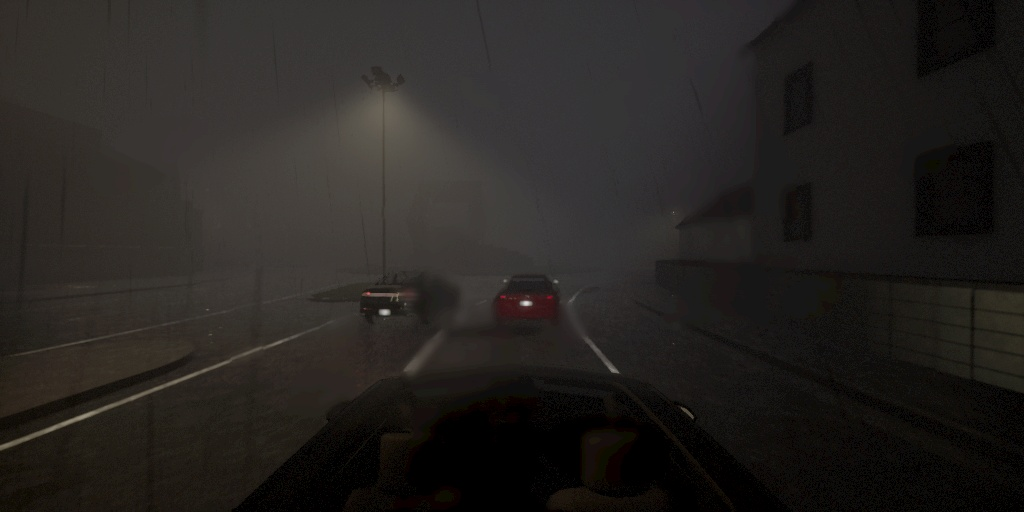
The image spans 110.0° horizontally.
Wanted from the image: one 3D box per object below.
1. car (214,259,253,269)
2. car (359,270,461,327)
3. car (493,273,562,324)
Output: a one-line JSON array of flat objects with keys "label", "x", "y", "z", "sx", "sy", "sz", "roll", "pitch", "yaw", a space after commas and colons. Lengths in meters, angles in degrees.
[{"label": "car", "x": -36.857, "y": 1.063, "z": 47.560, "sx": 4.718, "sy": 1.301, "sz": 1.895, "roll": 0, "pitch": 0, "yaw": 17}, {"label": "car", "x": -2.949, "y": 1.181, "z": 11.393, "sx": 2.128, "sy": 1.511, "sz": 4.902, "roll": 0, "pitch": 0, "yaw": 6}, {"label": "car", "x": 0.598, "y": 1.251, "z": 11.784, "sx": 1.994, "sy": 1.385, "sz": 4.181, "roll": 0, "pitch": 0, "yaw": 6}]
